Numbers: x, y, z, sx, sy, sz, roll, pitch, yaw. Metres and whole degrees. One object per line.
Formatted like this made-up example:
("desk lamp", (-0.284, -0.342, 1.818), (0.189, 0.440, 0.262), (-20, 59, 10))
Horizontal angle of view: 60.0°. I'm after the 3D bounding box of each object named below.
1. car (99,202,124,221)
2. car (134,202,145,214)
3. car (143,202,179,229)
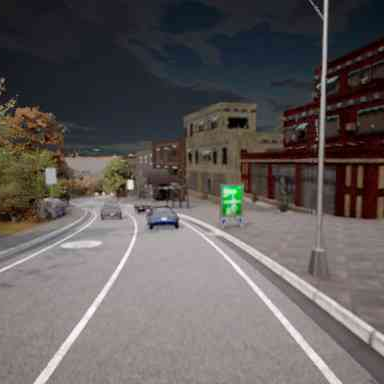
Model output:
("car", (-7.285, 1.726, 30.199), (1.837, 1.490, 4.892), (-1, 0, -13))
("car", (-5.562, 1.776, 38.123), (1.895, 1.301, 4.718), (-2, 0, -16))
("car", (-2.064, 1.641, 22.611), (1.994, 1.385, 4.181), (-1, 0, -10))
